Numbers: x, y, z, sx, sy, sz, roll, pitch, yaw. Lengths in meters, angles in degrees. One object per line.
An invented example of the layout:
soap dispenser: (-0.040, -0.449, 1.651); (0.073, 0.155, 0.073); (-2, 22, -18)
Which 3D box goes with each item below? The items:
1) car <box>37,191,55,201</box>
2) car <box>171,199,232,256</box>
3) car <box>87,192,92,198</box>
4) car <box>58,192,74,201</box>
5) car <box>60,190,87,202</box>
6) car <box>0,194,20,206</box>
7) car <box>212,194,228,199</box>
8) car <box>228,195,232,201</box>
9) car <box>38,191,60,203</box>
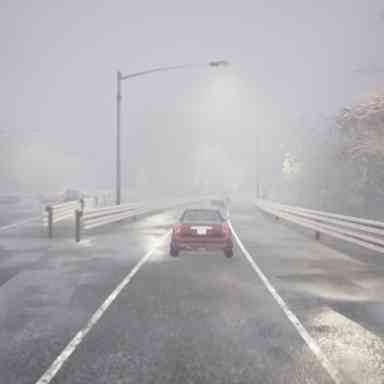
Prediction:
car: (-27.060, 0.642, 61.884); (2.097, 1.767, 4.553); (0, 0, -10)
car: (0.410, 1.328, 13.123); (2.097, 1.767, 4.553); (0, 0, 2)
car: (-20.237, 0.802, 63.489); (1.882, 1.535, 5.008); (0, 0, -10)
car: (-23.611, 0.786, 62.477); (1.882, 1.535, 5.008); (0, 0, -10)
car: (-17.670, 0.663, 49.865); (2.150, 2.045, 5.566); (0, 0, -10)
car: (-23.393, 0.949, 42.172); (2.128, 1.511, 4.902); (0, 0, -10)
car: (3.732, 1.402, 47.292); (1.882, 1.535, 5.008); (0, 0, 8)
car: (6.475, 1.244, 63.368); (2.097, 1.767, 4.553); (0, 0, 12)
car: (-21.339, 0.976, 50.473); (1.994, 1.385, 4.181); (0, 0, -10)
